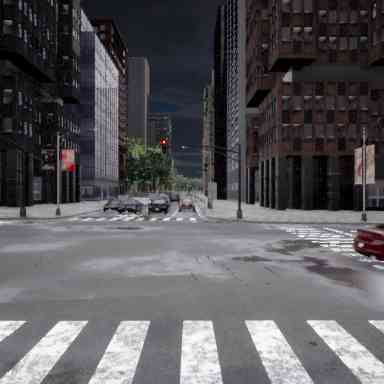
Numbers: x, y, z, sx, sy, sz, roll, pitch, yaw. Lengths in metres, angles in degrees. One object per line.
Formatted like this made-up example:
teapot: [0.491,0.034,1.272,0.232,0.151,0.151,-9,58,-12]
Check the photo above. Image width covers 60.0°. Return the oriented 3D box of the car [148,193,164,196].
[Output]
car: [-6.500,1.263,55.908,2.150,2.045,5.566,0,0,-1]

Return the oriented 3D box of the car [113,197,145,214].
car: [-6.402,1.544,35.039,2.033,1.411,5.357,0,0,0]

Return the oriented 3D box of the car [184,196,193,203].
car: [-0.736,1.606,71.669,1.752,1.417,4.829,0,0,0]

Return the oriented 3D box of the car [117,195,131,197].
car: [-9.118,1.331,44.334,2.192,1.841,5.009,0,0,0]

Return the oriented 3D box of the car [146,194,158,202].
car: [-9.290,1.410,76.889,2.192,1.841,5.009,0,0,0]

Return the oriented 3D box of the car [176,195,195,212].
car: [-0.563,1.445,38.950,1.967,1.590,4.097,0,0,0]

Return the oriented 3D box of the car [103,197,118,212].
car: [-9.088,1.571,38.907,1.947,1.339,4.313,0,0,0]

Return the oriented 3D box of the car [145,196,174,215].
car: [-3.305,1.472,34.315,1.882,1.535,5.008,0,0,1]

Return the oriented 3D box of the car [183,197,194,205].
car: [-0.678,1.598,60.649,1.887,1.381,4.507,0,0,0]

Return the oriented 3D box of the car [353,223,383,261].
car: [7.995,1.623,10.908,5.008,1.535,1.882,1,0,0]

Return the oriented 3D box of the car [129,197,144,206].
car: [-9.173,1.565,55.015,1.752,1.417,4.829,0,0,0]

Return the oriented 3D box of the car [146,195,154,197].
car: [-6.455,1.544,45.266,1.812,1.442,4.674,0,0,0]

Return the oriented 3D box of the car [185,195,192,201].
car: [-0.852,1.687,93.199,1.887,1.381,4.507,0,0,0]

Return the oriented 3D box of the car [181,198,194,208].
car: [-0.620,1.610,49.799,1.802,1.307,4.206,0,0,0]

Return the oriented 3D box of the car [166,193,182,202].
car: [-3.360,1.284,64.625,2.150,2.045,5.566,0,0,0]
